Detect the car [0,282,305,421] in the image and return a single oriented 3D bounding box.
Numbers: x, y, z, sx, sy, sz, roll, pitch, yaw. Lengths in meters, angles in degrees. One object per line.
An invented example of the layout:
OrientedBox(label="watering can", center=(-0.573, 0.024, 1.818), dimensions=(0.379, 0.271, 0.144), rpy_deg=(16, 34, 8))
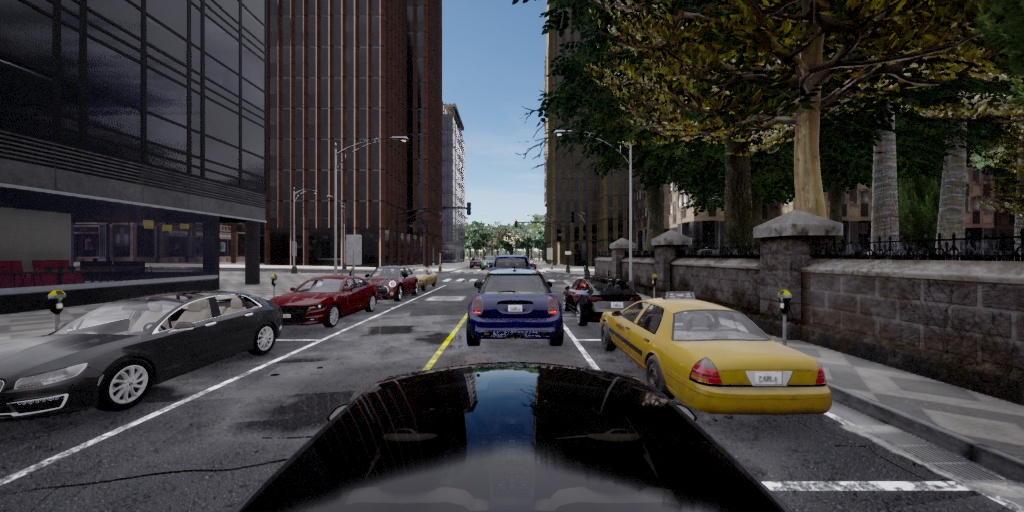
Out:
OrientedBox(label="car", center=(-5.770, 1.300, 5.976), dimensions=(2.007, 1.370, 4.403), rpy_deg=(0, 0, 0))

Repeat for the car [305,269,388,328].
OrientedBox(label="car", center=(-5.780, 1.295, 11.433), dimensions=(1.888, 1.381, 4.507), rpy_deg=(0, 0, 0))

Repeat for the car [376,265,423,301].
OrientedBox(label="car", center=(-5.789, 1.190, 16.890), dimensions=(1.967, 1.591, 4.097), rpy_deg=(0, 0, 0))

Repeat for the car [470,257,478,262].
OrientedBox(label="car", center=(-5.864, 1.079, 59.754), dimensions=(2.192, 1.841, 5.009), rpy_deg=(0, 0, 0))

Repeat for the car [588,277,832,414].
OrientedBox(label="car", center=(2.755, 1.275, 6.163), dimensions=(1.751, 1.417, 4.829), rpy_deg=(0, 0, 0))

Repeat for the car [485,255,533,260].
OrientedBox(label="car", center=(-0.025, 0.973, 18.987), dimensions=(2.150, 2.045, 5.566), rpy_deg=(0, 0, 0))

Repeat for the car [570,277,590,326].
OrientedBox(label="car", center=(2.745, 1.316, 11.450), dimensions=(1.948, 1.339, 4.313), rpy_deg=(0, 0, 0))

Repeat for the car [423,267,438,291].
OrientedBox(label="car", center=(-5.799, 1.277, 22.176), dimensions=(1.751, 1.417, 4.829), rpy_deg=(0, 0, 0))

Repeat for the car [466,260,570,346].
OrientedBox(label="car", center=(0.039, 1.102, 9.553), dimensions=(2.097, 1.767, 4.553), rpy_deg=(0, 0, -1))

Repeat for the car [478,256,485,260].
OrientedBox(label="car", center=(-3.189, 0.982, 51.229), dimensions=(2.150, 2.045, 5.566), rpy_deg=(0, 0, -1))
